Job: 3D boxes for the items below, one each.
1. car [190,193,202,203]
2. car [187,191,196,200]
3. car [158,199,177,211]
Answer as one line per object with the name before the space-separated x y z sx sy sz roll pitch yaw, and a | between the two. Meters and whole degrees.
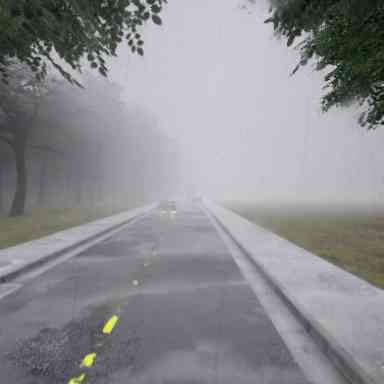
car | 0.978 1.354 62.625 1.812 1.442 4.674 0 0 0
car | 0.020 0.862 80.637 2.150 2.045 5.566 0 0 0
car | -2.828 1.456 39.024 1.994 1.385 4.181 0 0 0
